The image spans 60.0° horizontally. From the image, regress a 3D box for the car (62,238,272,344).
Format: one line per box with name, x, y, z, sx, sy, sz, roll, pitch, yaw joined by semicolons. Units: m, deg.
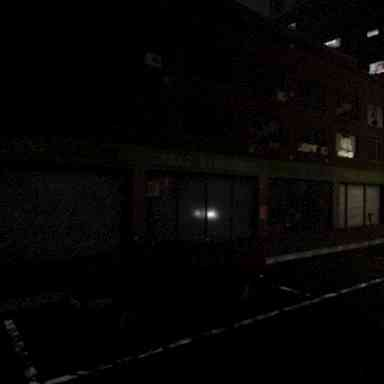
car;-0.246;1.589;6.381;4.206;1.307;1.802;0;1;-36
